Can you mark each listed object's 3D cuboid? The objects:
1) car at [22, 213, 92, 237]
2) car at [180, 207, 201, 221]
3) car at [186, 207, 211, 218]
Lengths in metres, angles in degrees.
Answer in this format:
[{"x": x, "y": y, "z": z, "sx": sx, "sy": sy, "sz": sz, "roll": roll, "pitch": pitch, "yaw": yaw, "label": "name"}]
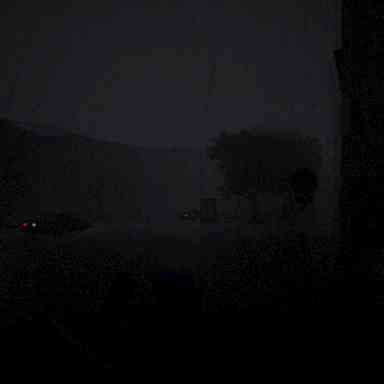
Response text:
[{"x": -8.620, "y": 2.043, "z": 21.702, "sx": 2.033, "sy": 1.411, "sz": 5.357, "roll": 0, "pitch": -2, "yaw": 12, "label": "car"}, {"x": 0.247, "y": 2.772, "z": 40.363, "sx": 1.994, "sy": 1.385, "sz": 4.181, "roll": 0, "pitch": -2, "yaw": 28, "label": "car"}, {"x": 1.029, "y": 3.044, "z": 49.681, "sx": 1.812, "sy": 1.442, "sz": 4.674, "roll": 0, "pitch": -2, "yaw": 28, "label": "car"}]
